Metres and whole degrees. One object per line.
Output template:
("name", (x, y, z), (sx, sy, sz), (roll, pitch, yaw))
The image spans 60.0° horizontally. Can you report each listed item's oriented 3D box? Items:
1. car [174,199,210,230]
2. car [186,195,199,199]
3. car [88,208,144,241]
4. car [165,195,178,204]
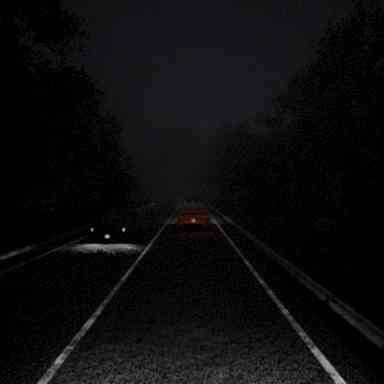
("car", (0.076, 1.426, 20.903), (1.882, 1.535, 5.008), (0, 0, 0))
("car", (0.054, 1.213, 40.494), (2.097, 1.767, 4.553), (0, 0, 0))
("car", (-3.619, 1.513, 16.863), (2.033, 1.411, 5.357), (0, 0, 0))
("car", (-3.615, 1.277, 59.016), (1.837, 1.490, 4.892), (0, 1, 0))
